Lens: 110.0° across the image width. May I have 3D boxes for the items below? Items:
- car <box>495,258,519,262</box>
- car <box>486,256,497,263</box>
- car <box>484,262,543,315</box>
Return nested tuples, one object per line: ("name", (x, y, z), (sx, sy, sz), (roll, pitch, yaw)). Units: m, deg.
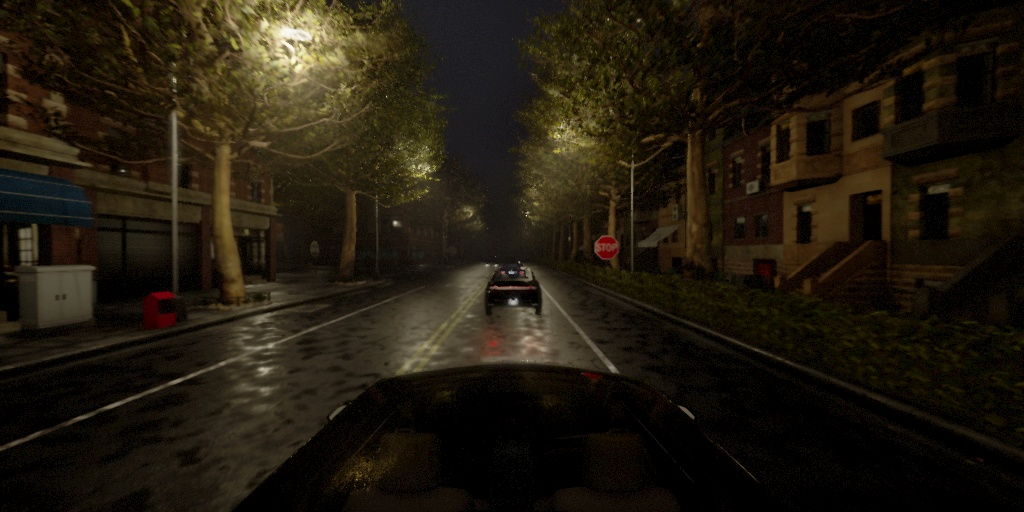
("car", (0.043, 1.086, 25.832), (2.033, 1.411, 5.357), (0, 1, 0))
("car", (-3.525, 0.711, 63.606), (1.837, 1.490, 4.892), (0, 1, 0))
("car", (0.058, 1.143, 12.983), (2.128, 1.511, 4.902), (0, 0, 0))
